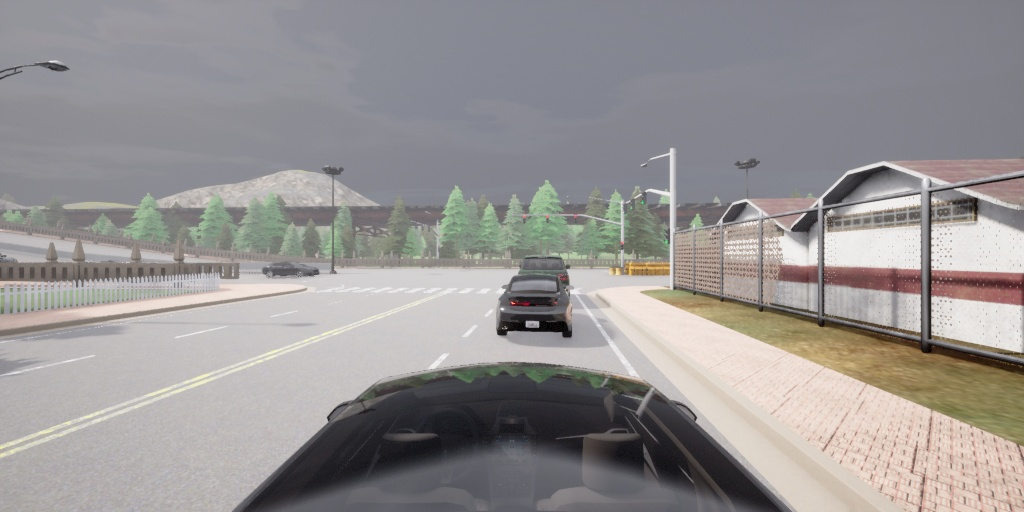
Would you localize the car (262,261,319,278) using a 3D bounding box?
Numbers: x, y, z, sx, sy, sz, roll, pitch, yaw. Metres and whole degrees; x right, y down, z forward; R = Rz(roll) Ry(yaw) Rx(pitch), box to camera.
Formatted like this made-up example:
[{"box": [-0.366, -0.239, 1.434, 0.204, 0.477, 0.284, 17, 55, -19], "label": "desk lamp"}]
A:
[{"box": [-20.494, 1.251, 33.300, 4.892, 1.490, 1.837, 0, 0, 4], "label": "car"}]

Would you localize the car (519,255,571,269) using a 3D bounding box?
[{"box": [1.467, 0.971, 16.300, 2.150, 2.045, 5.566, 0, 0, 7], "label": "car"}]

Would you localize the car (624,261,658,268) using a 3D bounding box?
[{"box": [15.786, 1.351, 41.499, 4.718, 1.301, 1.895, 0, 0, 4], "label": "car"}]

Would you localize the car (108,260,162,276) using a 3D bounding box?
[{"box": [-30.799, 1.212, 30.517, 4.892, 1.490, 1.837, 1, 0, 4], "label": "car"}]

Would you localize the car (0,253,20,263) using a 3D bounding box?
[{"box": [-46.602, 0.245, 31.680, 4.553, 1.767, 2.097, 5, 0, 4], "label": "car"}]

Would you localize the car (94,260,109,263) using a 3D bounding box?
[{"box": [-38.258, 1.041, 34.556, 4.718, 1.301, 1.895, 3, 0, 4], "label": "car"}]

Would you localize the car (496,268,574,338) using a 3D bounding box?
[{"box": [0.706, 1.255, 10.289, 1.837, 1.490, 4.892, 0, 0, 6], "label": "car"}]
